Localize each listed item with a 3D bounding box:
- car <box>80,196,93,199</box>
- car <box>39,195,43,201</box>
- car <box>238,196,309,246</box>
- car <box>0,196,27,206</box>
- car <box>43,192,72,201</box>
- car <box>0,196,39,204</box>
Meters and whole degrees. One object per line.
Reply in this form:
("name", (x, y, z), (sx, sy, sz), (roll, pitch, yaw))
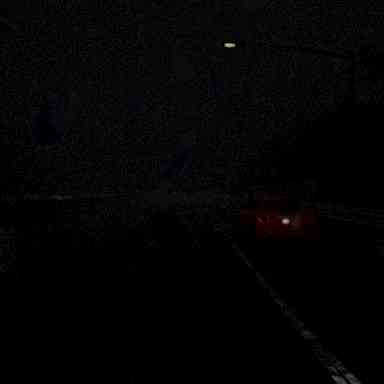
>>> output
("car", (-17.490, 1.388, 55.099), (2.033, 1.411, 5.357), (0, 0, 0))
("car", (-24.490, 1.246, 55.158), (2.097, 1.767, 4.553), (0, 0, 0))
("car", (3.515, 1.180, 15.182), (2.150, 2.045, 5.566), (0, 0, 0))
("car", (-27.996, 1.394, 51.758), (2.033, 1.411, 5.357), (0, 0, 0))
("car", (-21.005, 1.069, 53.004), (2.150, 2.045, 5.566), (0, 0, 0))
("car", (-17.592, 1.443, 32.749), (2.033, 1.411, 5.357), (0, 0, 0))
